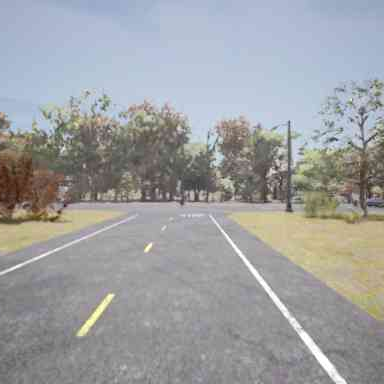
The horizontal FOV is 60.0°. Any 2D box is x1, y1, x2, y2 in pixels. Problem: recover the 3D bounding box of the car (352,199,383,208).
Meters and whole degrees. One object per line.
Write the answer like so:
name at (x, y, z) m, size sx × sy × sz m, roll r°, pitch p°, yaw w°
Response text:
car at (27.034, 1.689, 49.815) m, size 5.357 × 1.411 × 2.033 m, roll 0°, pitch 0°, yaw 0°
